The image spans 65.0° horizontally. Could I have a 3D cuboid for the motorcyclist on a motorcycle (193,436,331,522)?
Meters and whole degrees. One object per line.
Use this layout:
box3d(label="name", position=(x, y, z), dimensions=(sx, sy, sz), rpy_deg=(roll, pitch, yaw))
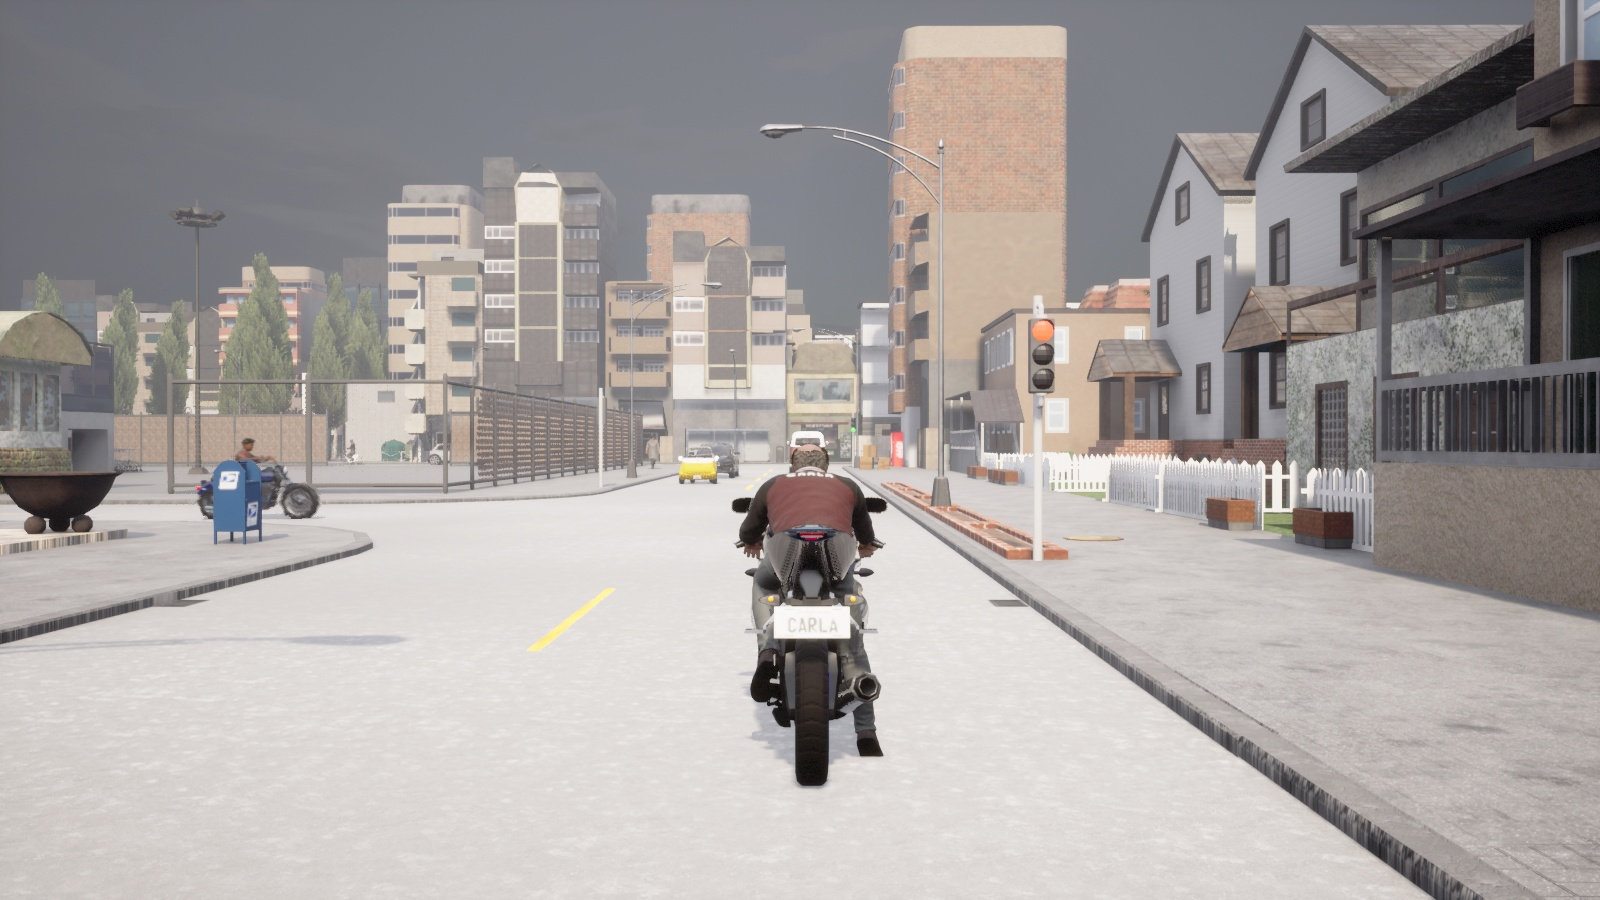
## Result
box3d(label="motorcyclist on a motorcycle", position=(-10.483, 0.550, 24.516), dimensions=(2.350, 1.649, 0.766), rpy_deg=(0, 0, 0))

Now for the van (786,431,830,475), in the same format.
box3d(label="van", position=(0.377, 0.126, 60.953), dimensions=(2.069, 2.038, 4.480), rpy_deg=(0, 0, 0))

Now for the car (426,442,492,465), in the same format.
box3d(label="car", position=(-22.269, 0.230, 82.157), dimensions=(3.806, 1.475, 1.970), rpy_deg=(0, 0, 1))

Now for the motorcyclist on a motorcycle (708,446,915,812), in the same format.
box3d(label="motorcyclist on a motorcycle", position=(0.050, 0.746, 6.352), dimensions=(0.866, 1.530, 2.191), rpy_deg=(0, 0, 0))

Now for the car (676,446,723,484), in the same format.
box3d(label="car", position=(-3.681, 0.537, 46.247), dimensions=(1.481, 1.376, 2.207), rpy_deg=(0, 0, 1))

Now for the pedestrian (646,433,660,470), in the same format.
box3d(label="pedestrian", position=(-7.832, 0.073, 66.768), dimensions=(0.659, 1.952, 0.873), rpy_deg=(0, 0, -11))

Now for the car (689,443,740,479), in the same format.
box3d(label="car", position=(-3.660, 0.441, 54.512), dimensions=(1.837, 1.490, 4.892), rpy_deg=(0, 0, 1))
